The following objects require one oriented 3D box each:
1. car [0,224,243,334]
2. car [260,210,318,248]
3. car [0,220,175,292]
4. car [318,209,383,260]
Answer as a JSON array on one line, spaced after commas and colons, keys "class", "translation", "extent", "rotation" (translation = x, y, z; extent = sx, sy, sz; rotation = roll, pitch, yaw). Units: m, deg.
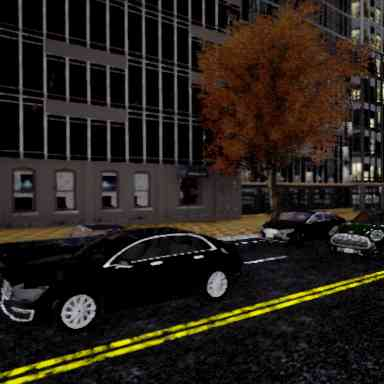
[{"class": "car", "translation": [-1.115, 1.525, 6.884], "extent": [4.892, 1.490, 1.837], "rotation": [1, 0, -36]}, {"class": "car", "translation": [5.272, 1.601, 15.415], "extent": [4.902, 1.511, 2.128], "rotation": [1, 0, -35]}, {"class": "car", "translation": [-2.993, 1.617, 9.536], "extent": [4.718, 1.301, 1.895], "rotation": [1, 0, -35]}, {"class": "car", "translation": [7.266, 1.466, 12.845], "extent": [4.553, 1.767, 2.097], "rotation": [1, 0, -35]}]
